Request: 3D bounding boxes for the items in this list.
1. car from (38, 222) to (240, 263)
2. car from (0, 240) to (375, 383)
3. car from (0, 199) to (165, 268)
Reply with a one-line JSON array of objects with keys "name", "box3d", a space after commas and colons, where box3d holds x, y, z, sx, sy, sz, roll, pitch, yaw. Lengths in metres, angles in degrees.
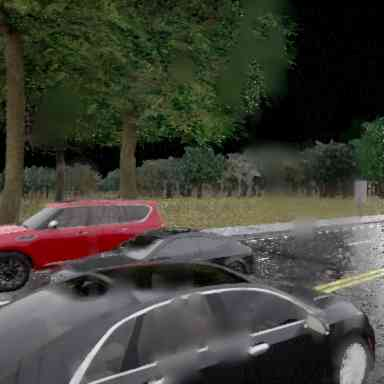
[{"name": "car", "box3d": [-0.602, 1.545, 7.252, 4.674, 1.442, 1.812, 0, 0, -36]}, {"name": "car", "box3d": [0.013, 1.514, 3.448, 4.892, 1.490, 1.837, 0, 0, -36]}, {"name": "car", "box3d": [-3.289, 1.248, 9.327, 5.566, 2.045, 2.150, 0, 0, -36]}]
